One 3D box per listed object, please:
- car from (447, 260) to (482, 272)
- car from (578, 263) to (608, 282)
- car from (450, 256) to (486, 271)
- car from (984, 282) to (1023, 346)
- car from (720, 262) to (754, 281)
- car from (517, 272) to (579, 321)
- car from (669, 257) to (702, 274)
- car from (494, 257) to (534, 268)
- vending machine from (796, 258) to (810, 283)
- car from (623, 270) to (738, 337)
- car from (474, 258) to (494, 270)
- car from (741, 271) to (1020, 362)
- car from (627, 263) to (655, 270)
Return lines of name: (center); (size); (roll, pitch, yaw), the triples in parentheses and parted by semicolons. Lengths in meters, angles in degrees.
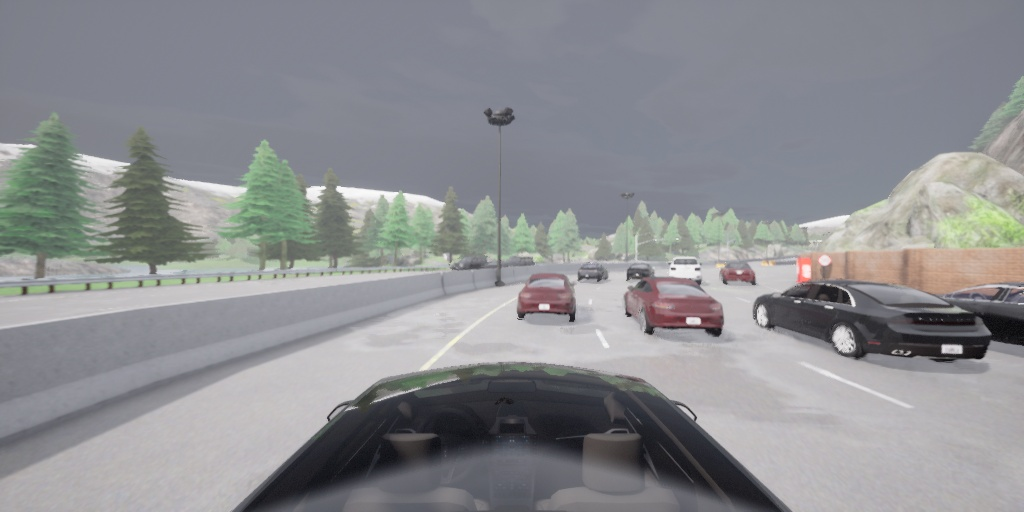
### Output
car: (-6.484, 1.332, 49.399); (2.128, 1.511, 4.902); (0, 0, 33)
car: (6.815, 1.346, 29.982); (2.128, 1.511, 4.902); (0, 0, 24)
car: (-5.149, 1.056, 45.035); (2.150, 2.045, 5.566); (0, 0, 31)
car: (11.151, 1.311, 7.775); (2.128, 1.511, 4.902); (0, 0, 7)
car: (17.554, 1.252, 28.040); (2.097, 1.767, 4.553); (0, 0, 27)
car: (1.290, 1.310, 12.585); (1.812, 1.442, 4.674); (0, 0, 9)
car: (13.537, 1.103, 28.005); (2.150, 2.045, 5.566); (0, 0, 26)
car: (0.630, 1.075, 41.111); (2.150, 2.045, 5.566); (0, 0, 30)
vending machine: (23.321, 1.124, 28.578); (1.100, 2.100, 0.880); (0, 0, 31)
car: (4.487, 1.319, 10.488); (1.812, 1.442, 4.674); (0, 0, 8)
car: (-2.020, 1.324, 43.394); (1.882, 1.535, 5.008); (0, 0, 31)
car: (7.711, 1.311, 8.451); (1.837, 1.490, 4.892); (0, 0, 7)
car: (11.124, 1.355, 30.809); (1.882, 1.535, 5.008); (0, 0, 27)
